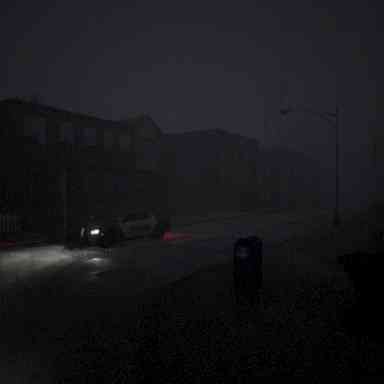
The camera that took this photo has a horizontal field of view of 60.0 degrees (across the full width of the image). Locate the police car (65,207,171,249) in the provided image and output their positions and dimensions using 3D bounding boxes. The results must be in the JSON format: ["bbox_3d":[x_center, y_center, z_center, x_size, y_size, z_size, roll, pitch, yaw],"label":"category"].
[{"bbox_3d":[-3.155,1.497,14.861,2.038,1.542,4.974,0,0,35],"label":"police car"}]
